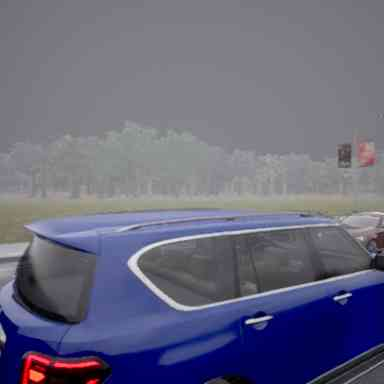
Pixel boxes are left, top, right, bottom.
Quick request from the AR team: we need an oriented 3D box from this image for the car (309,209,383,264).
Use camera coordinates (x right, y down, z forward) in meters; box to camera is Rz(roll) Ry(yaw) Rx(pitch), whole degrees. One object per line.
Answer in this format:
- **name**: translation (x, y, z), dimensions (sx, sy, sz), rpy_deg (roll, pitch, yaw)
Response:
- **car**: translation (6.580, 1.487, 12.373), dimensions (4.674, 1.442, 1.812), rpy_deg (0, 0, -36)

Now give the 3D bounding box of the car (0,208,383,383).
- **car**: translation (0.765, 1.213, 3.990), dimensions (5.566, 2.045, 2.150), rpy_deg (0, 0, -35)

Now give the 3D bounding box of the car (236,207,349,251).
- **car**: translation (4.667, 1.509, 15.002), dimensions (5.357, 1.411, 2.033), rpy_deg (0, 0, -35)
